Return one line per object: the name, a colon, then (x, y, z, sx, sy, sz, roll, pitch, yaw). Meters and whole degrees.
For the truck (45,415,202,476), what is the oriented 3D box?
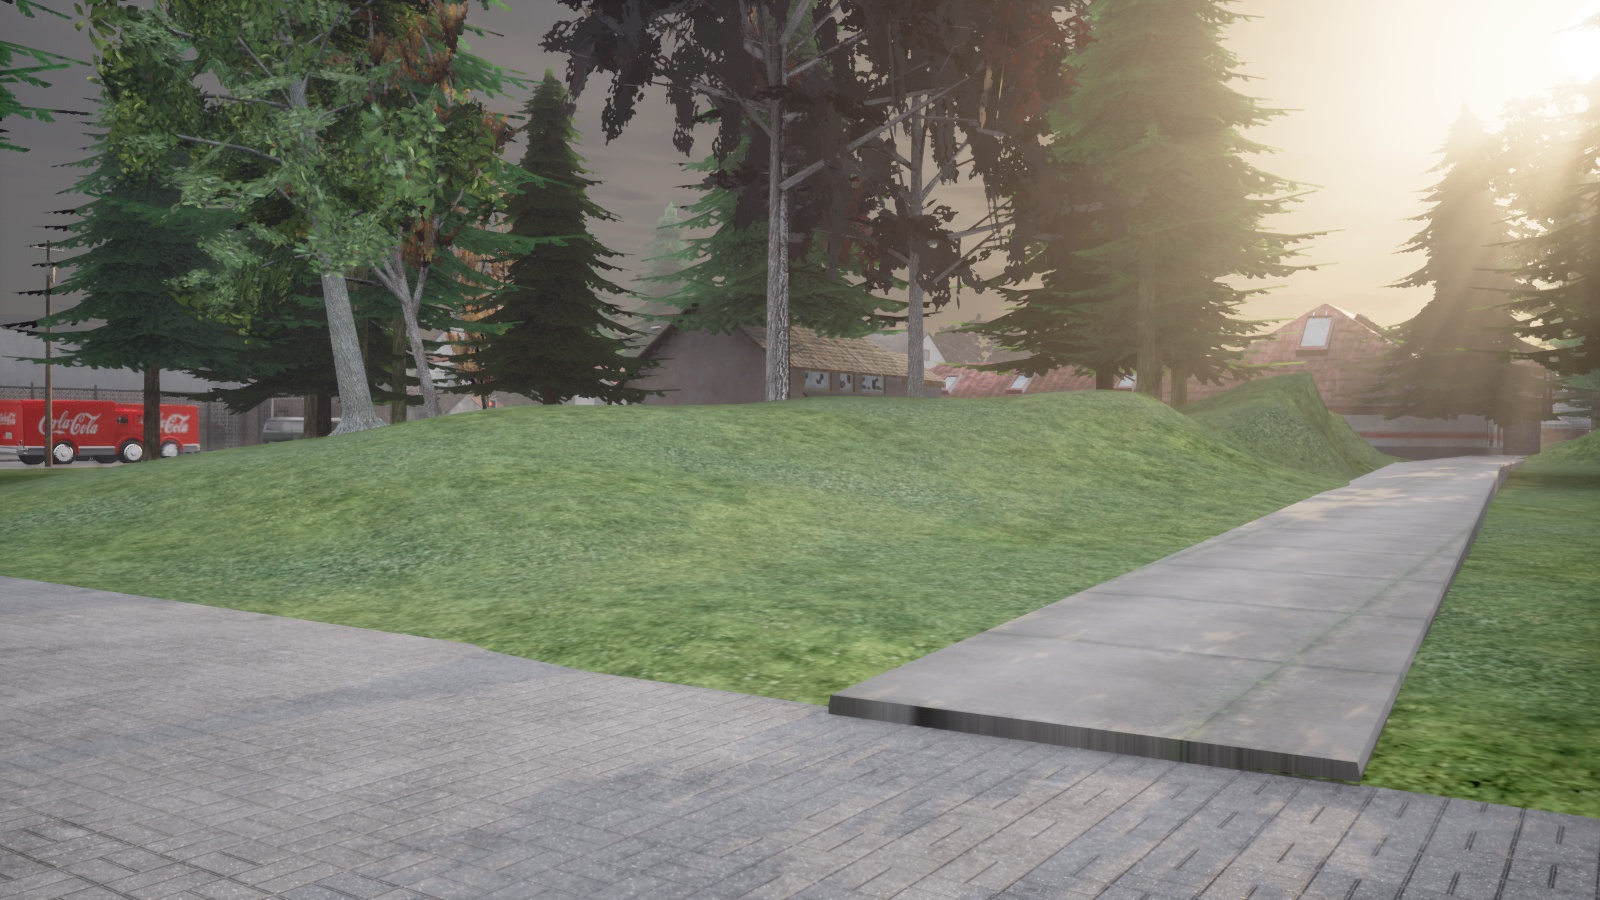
truck: (-28.572, -0.223, 53.194, 2.627, 2.467, 5.204, 0, 1, 34)

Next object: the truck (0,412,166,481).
truck: (-27.380, -0.159, 47.754, 2.627, 2.467, 5.204, 0, 1, 34)

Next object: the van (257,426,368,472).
van: (-21.763, -0.086, 56.213, 1.775, 1.987, 4.442, 0, 1, 33)
